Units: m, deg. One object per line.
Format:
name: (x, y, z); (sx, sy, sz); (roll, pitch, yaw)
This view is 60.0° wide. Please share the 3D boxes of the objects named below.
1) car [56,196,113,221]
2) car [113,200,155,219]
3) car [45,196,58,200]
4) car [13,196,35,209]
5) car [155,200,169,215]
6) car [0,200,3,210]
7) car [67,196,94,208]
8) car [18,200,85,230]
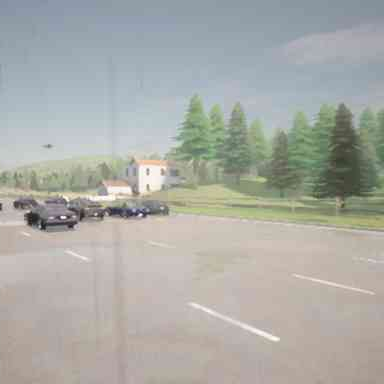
car: (-8.269, 1.349, 25.261); (2.128, 1.511, 4.902); (0, 0, -39)
car: (-5.343, 1.450, 27.209); (1.895, 1.301, 4.718); (0, 0, -39)
car: (-17.179, 1.267, 41.812); (1.837, 1.490, 4.892); (0, 0, -39)
car: (-19.871, 1.277, 39.576); (1.837, 1.490, 4.892); (0, 0, -39)
car: (-3.906, 1.394, 30.994); (1.994, 1.385, 4.181); (0, 0, -39)
car: (-22.548, 1.274, 37.321); (2.128, 1.511, 4.902); (0, 0, -39)
car: (-15.019, 1.312, 44.709); (1.994, 1.385, 4.181); (0, 0, -39)
car: (-8.621, 1.432, 20.137); (2.033, 1.411, 5.357); (0, 0, -39)
